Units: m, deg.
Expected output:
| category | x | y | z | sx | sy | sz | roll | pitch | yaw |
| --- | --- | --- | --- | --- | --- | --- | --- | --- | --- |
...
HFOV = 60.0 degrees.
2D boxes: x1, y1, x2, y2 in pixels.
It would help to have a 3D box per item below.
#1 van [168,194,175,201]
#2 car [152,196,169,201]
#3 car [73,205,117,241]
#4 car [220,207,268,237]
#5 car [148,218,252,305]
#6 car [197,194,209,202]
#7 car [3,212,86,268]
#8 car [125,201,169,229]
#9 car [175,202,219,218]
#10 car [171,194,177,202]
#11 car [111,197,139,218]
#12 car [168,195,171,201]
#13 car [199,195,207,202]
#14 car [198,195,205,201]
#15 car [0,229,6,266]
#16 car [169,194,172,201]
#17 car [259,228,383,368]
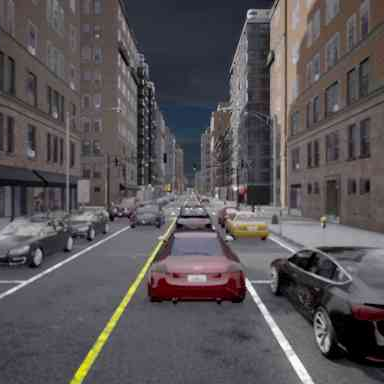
| category | x | y | z | sx | sy | sz | roll | pitch | yaw |
| --- | --- | --- | --- | --- | --- | --- | --- | --- | --- |
| van | -5.381 | 1.459 | 86.648 | 1.690 | 1.788 | 3.998 | 0 | 0 | 0 |
| car | -5.384 | 1.633 | 53.924 | 2.008 | 1.369 | 4.403 | 0 | 0 | 0 |
| car | -5.387 | 1.580 | 16.636 | 2.008 | 1.369 | 4.403 | 0 | 0 | 0 |
| car | 2.638 | 1.555 | 16.796 | 1.752 | 1.417 | 4.829 | 0 | 0 | 0 |
| car | 0.095 | 1.580 | 8.203 | 1.994 | 1.385 | 4.181 | 0 | 0 | 0 |
| car | 2.643 | 1.542 | 70.279 | 1.967 | 1.590 | 4.097 | 0 | 0 | 0 |
| car | -5.388 | 1.572 | 11.223 | 2.008 | 1.369 | 4.403 | 0 | 0 | 0 |
| car | -2.804 | 1.543 | 21.878 | 1.837 | 1.490 | 4.892 | 0 | -1 | 1 |
| car | 0.100 | 1.524 | 18.203 | 2.128 | 1.511 | 4.902 | 0 | 0 | 0 |
| car | -5.381 | 1.678 | 81.194 | 1.947 | 1.339 | 4.313 | 0 | 0 | 0 |
| car | -5.386 | 1.360 | 27.461 | 2.192 | 1.841 | 5.009 | 0 | 0 | 0 |
| car | -5.383 | 1.634 | 59.379 | 1.887 | 1.381 | 4.507 | 0 | 0 | 0 |
| car | 2.644 | 1.553 | 81.188 | 1.967 | 1.590 | 4.097 | 0 | 0 | 0 |
| car | 2.644 | 1.674 | 92.096 | 2.008 | 1.369 | 4.403 | 0 | 0 | 0 |
| car | -5.389 | 1.594 | 5.810 | 1.802 | 1.307 | 4.206 | 0 | 0 | 0 |
| car | -5.383 | 1.621 | 64.662 | 1.752 | 1.417 | 4.829 | 0 | 0 | 0 |
| car | 2.637 | 1.578 | 5.800 | 1.947 | 1.339 | 4.313 | 0 | 0 | 0 |
